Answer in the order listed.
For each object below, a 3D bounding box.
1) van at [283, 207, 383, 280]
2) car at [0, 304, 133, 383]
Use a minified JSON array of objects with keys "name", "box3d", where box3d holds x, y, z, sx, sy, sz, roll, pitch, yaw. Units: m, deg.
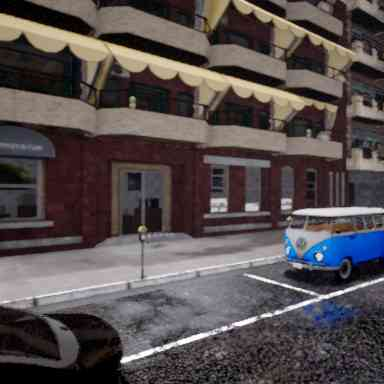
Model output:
[{"name":"van","box3d":[4.400,1.354,9.690,3.998,1.788,1.690,0,0,-35]},{"name":"car","box3d":[-2.639,1.503,1.496,4.892,1.490,1.837,0,0,-35]}]
